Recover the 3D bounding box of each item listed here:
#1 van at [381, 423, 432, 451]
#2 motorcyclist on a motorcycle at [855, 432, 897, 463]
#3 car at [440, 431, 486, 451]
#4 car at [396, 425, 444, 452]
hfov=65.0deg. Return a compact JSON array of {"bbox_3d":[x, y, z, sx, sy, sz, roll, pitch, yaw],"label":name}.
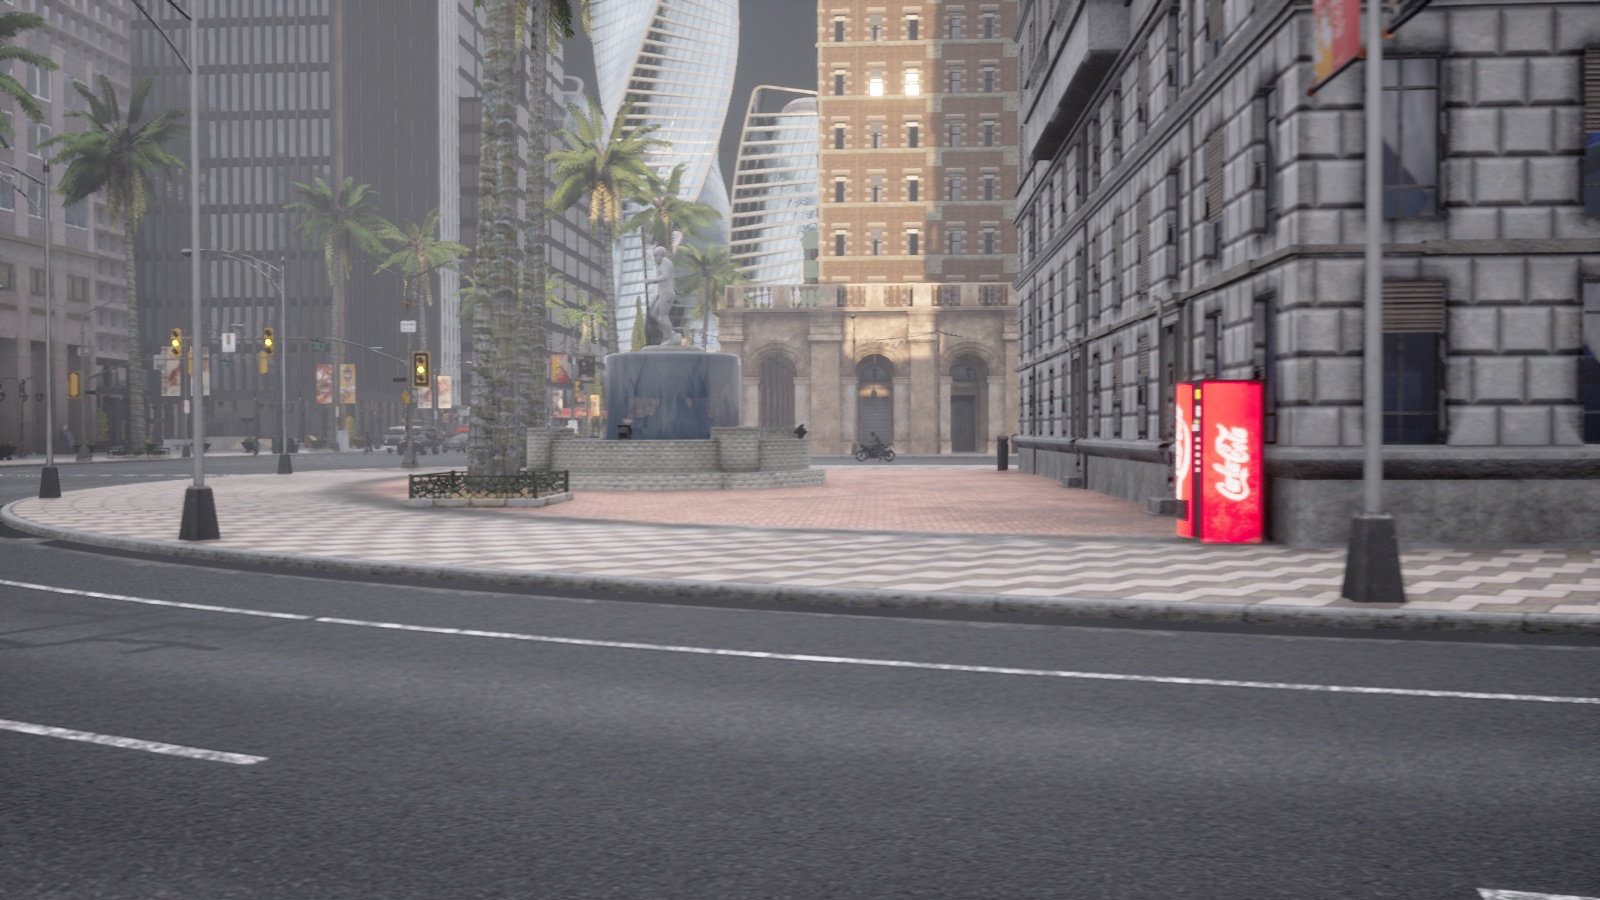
[{"bbox_3d":[-29.349,-1.001,93.769,2.069,2.038,4.480,0,1,5],"label":"van"},{"bbox_3d":[3.794,-0.135,62.735,2.044,1.523,0.797,0,1,4],"label":"motorcyclist on a motorcycle"},{"bbox_3d":[-25.689,-0.736,95.828,1.837,1.490,4.892,0,1,4],"label":"car"},{"bbox_3d":[-26.338,-0.815,87.161,1.905,1.878,3.866,0,1,4],"label":"car"}]
